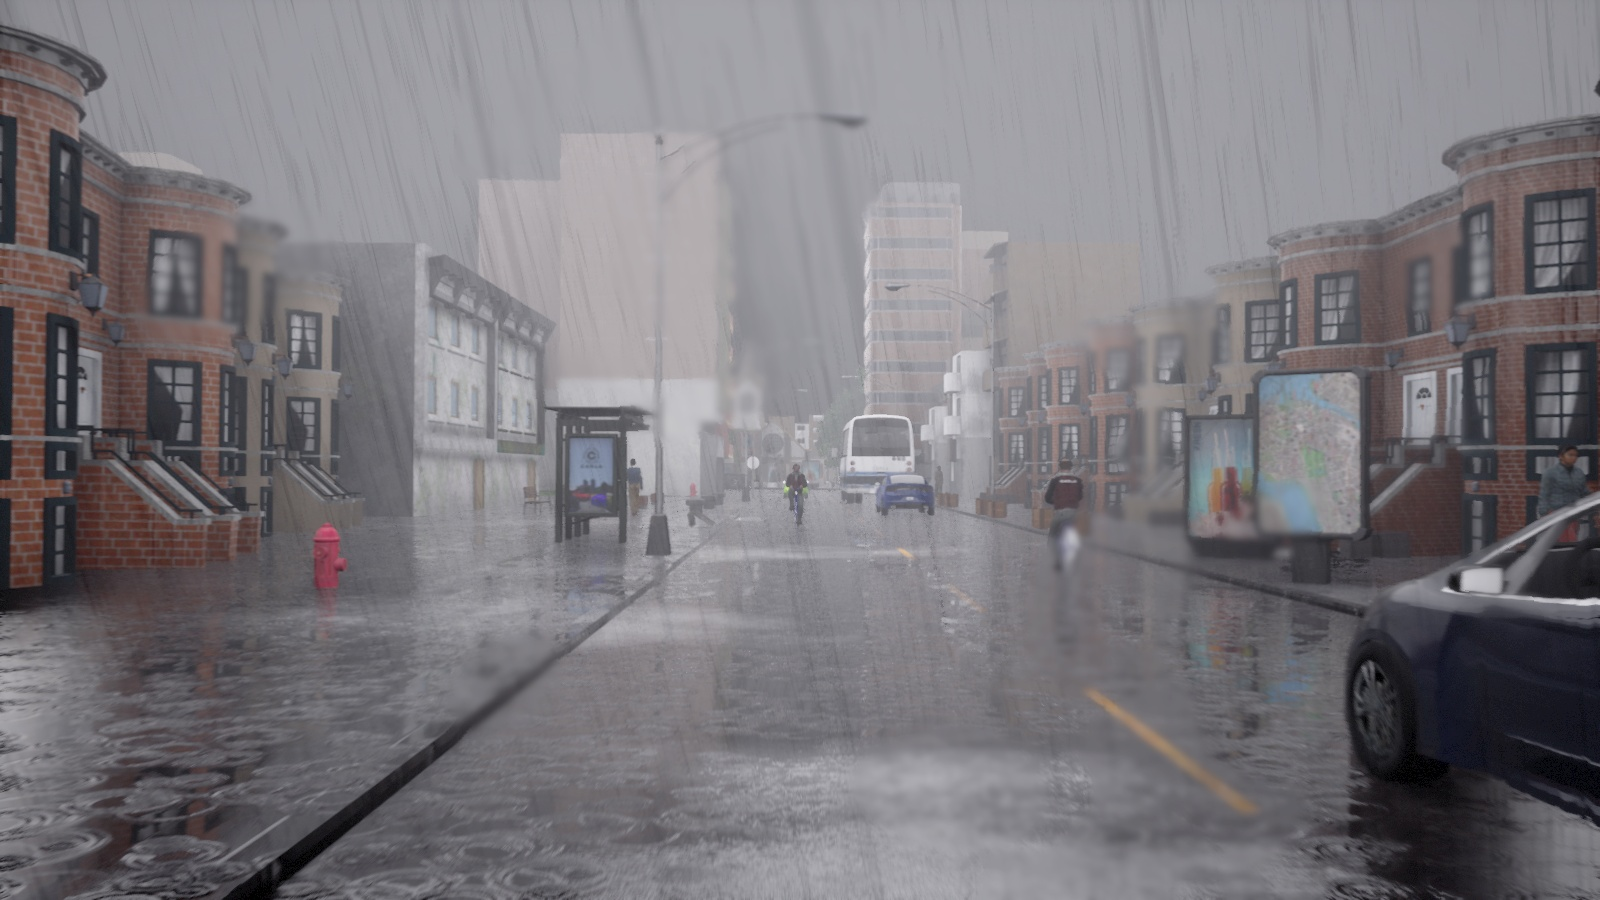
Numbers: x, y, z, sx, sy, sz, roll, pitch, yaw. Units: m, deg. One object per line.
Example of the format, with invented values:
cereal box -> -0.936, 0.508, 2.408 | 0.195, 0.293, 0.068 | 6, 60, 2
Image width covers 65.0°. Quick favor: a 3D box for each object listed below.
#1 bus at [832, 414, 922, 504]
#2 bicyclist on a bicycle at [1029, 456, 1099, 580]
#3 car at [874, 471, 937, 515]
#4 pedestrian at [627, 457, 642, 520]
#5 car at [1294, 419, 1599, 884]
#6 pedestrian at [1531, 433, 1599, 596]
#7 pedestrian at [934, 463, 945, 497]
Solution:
bus -> 3.804, 0.521, 64.787 | 3.944, 4.253, 10.273 | 0, -1, 0
bicyclist on a bicycle -> 3.948, 0.990, 18.914 | 0.659, 1.776, 1.843 | 0, -1, 0
car -> 3.876, 1.570, 46.796 | 1.882, 1.535, 5.008 | 0, -1, 0
pedestrian -> -5.173, 1.211, 39.279 | 0.423, 1.949, 0.788 | 0, -1, -11
car -> 3.986, 0.727, 4.940 | 2.242, 1.667, 4.611 | 0, -1, 0
pedestrian -> 8.890, 0.737, 14.615 | 0.353, 1.847, 0.614 | 0, -1, -6
pedestrian -> 8.044, 1.716, 72.432 | 0.396, 1.930, 0.692 | 0, -1, -13
